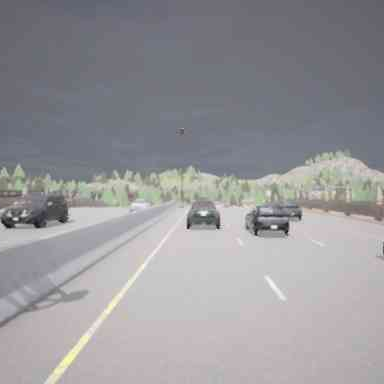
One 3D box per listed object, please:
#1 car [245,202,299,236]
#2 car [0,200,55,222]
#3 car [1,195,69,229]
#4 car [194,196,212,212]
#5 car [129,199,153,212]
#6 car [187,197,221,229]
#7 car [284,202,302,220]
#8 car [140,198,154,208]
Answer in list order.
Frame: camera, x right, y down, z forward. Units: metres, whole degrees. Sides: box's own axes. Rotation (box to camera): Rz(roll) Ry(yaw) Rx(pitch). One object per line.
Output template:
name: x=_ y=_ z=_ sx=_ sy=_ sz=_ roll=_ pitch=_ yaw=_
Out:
car: x=4.163 y=1.531 z=18.927 sx=2.128 sy=1.511 sz=4.902 roll=0 pitch=0 yaw=2
car: x=-13.274 y=1.448 z=27.299 sx=1.882 sy=1.535 sz=5.008 roll=0 pitch=0 yaw=2
car: x=-9.952 y=1.201 z=21.698 sx=2.150 sy=2.045 sz=5.566 roll=0 pitch=0 yaw=2
car: x=1.359 y=1.403 z=41.063 sx=2.097 sy=1.767 sz=4.553 roll=0 pitch=0 yaw=2
car: x=-5.896 y=1.541 z=38.351 sx=1.812 sy=1.442 sz=4.674 roll=0 pitch=0 yaw=2
car: x=0.766 y=1.380 z=22.223 sx=2.097 sy=1.767 sz=4.553 roll=0 pitch=0 yaw=2
car: x=7.963 y=1.558 z=28.469 sx=2.128 sy=1.511 sz=4.902 roll=0 pitch=0 yaw=2
car: x=-8.528 y=2.101 z=63.856 sx=1.882 sy=1.535 sz=5.008 roll=0 pitch=-5 yaw=2
